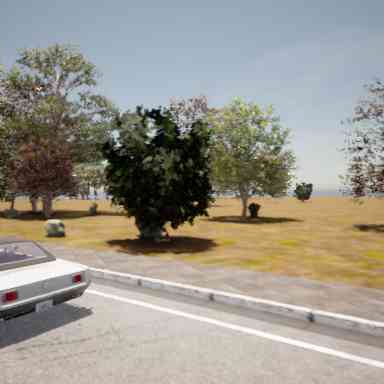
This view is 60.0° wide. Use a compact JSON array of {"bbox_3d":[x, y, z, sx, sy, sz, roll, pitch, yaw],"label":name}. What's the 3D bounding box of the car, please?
[{"bbox_3d":[-4.318,1.594,6.713,4.718,1.301,1.895,0,0,33],"label":"car"}]
